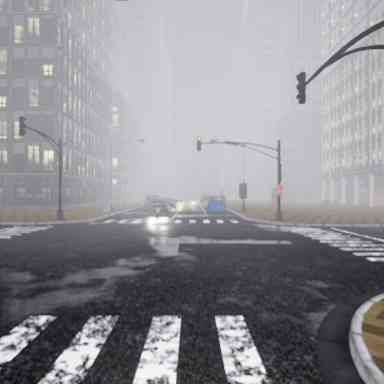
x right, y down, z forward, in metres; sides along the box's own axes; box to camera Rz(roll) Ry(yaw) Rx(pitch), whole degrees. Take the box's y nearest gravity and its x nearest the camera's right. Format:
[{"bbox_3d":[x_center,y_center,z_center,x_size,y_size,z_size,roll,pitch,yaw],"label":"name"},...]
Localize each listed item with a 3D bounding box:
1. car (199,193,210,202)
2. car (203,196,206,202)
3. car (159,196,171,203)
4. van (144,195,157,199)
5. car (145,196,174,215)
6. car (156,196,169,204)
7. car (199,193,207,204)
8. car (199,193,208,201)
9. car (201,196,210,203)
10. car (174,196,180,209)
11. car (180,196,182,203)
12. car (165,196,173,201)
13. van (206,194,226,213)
[{"bbox_3d":[2.798,1.272,74.872,2.192,1.841,5.009,0,0,0],"label":"car"},{"bbox_3d":[2.659,1.522,41.639,1.887,1.381,4.507,0,0,0],"label":"car"},{"bbox_3d":[-5.610,1.512,69.372,2.008,1.369,4.403,0,0,0],"label":"car"},{"bbox_3d":[-5.717,1.316,47.216,1.690,1.788,3.998,0,0,0],"label":"van"},{"bbox_3d":[-3.204,1.474,33.484,2.128,1.511,4.902,0,0,-1],"label":"car"},{"bbox_3d":[-5.637,1.531,63.834,1.947,1.339,4.313,0,0,0],"label":"car"},{"bbox_3d":[2.744,1.280,63.793,2.192,1.841,5.009,0,0,0],"label":"car"},{"bbox_3d":[2.853,1.264,85.951,2.192,1.841,5.009,0,0,0],"label":"car"},{"bbox_3d":[2.770,1.506,69.332,1.887,1.381,4.507,0,0,0],"label":"car"},{"bbox_3d":[-3.130,1.522,45.914,2.033,1.411,5.357,0,0,0],"label":"car"},{"bbox_3d":[-2.951,1.441,66.171,1.882,1.535,5.008,0,0,1],"label":"car"},{"bbox_3d":[-5.556,1.536,80.452,1.802,1.307,4.206,0,0,0],"label":"car"},{"bbox_3d":[2.723,1.322,36.101,1.690,1.788,3.998,0,0,0],"label":"van"}]
